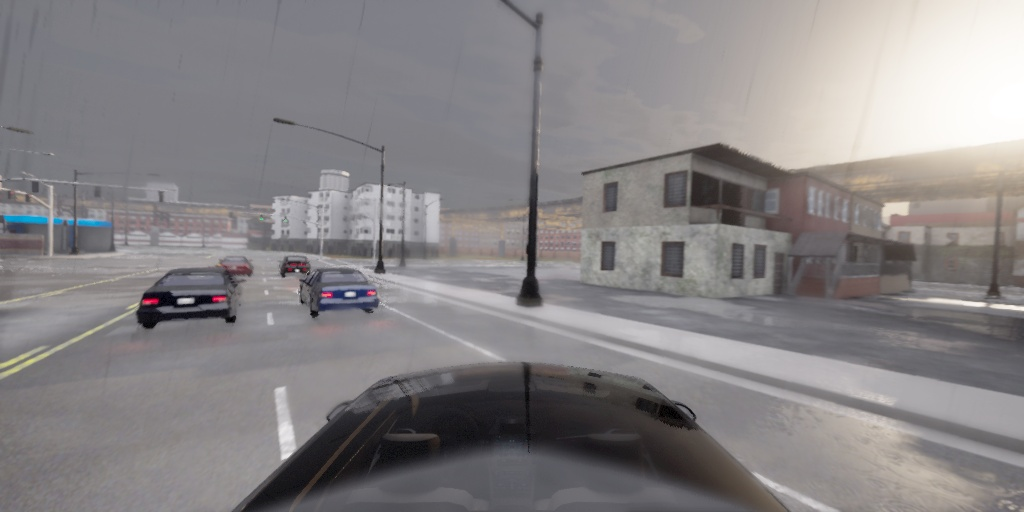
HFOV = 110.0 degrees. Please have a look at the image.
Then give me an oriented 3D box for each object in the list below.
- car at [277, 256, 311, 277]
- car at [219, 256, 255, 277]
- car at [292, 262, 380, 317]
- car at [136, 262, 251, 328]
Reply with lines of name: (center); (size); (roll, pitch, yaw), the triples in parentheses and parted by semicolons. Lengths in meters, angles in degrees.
car: (-16.283, 0.712, 26.896); (1.837, 1.490, 4.892); (1, 0, -35)
car: (-19.297, 0.706, 25.100); (1.994, 1.385, 4.181); (1, 1, -35)
car: (-6.050, 1.096, 12.283); (2.033, 1.411, 5.357); (1, 0, -35)
car: (-8.940, 1.037, 10.310); (2.033, 1.411, 5.357); (1, 0, -35)
